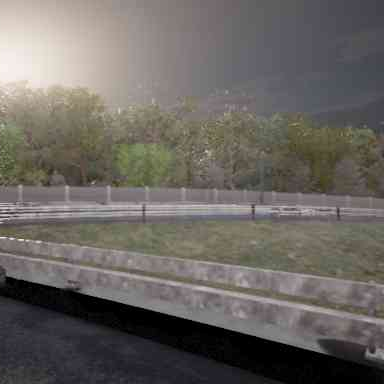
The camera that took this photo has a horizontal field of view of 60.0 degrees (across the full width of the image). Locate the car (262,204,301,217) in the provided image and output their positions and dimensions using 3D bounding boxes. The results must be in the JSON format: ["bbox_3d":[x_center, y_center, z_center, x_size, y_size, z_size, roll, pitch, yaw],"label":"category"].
[{"bbox_3d":[10.357,2.115,38.750,4.902,1.511,2.128,3,-1,-22],"label":"car"}]
